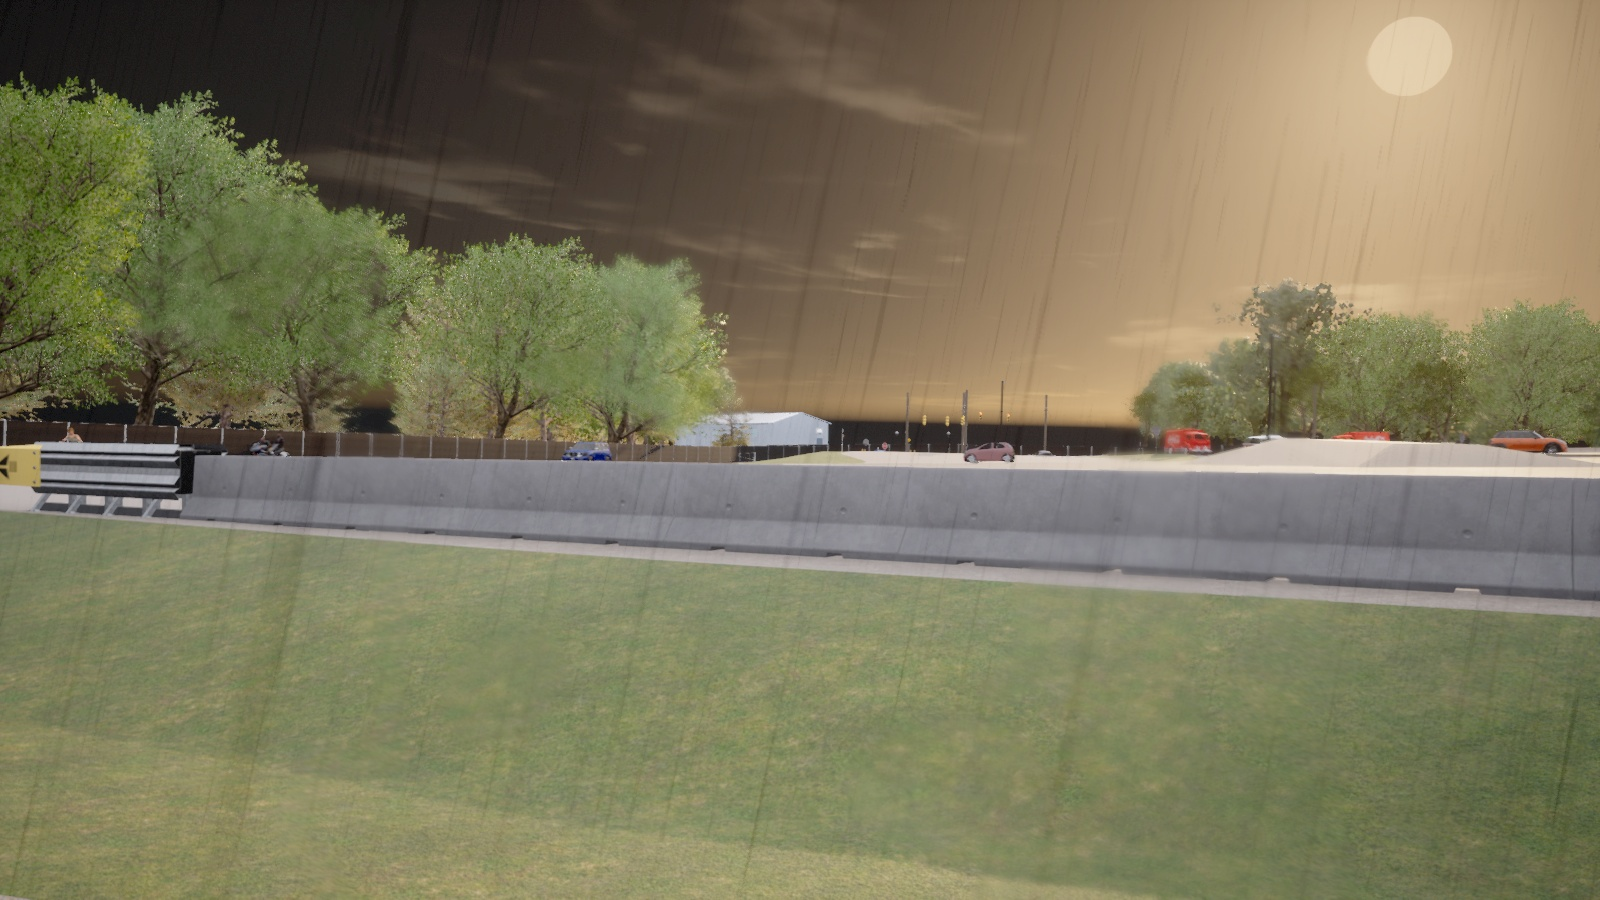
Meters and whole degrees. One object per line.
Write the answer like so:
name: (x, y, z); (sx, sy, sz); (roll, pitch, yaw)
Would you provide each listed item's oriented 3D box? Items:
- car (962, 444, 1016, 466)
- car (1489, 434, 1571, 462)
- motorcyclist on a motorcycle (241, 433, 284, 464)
car: (13.437, 0.352, 89.299); (3.633, 1.501, 1.845); (0, -2, 15)
car: (47.881, -0.139, 82.482); (4.553, 1.767, 2.097); (0, 0, 28)
motorcyclist on a motorcycle: (-27.527, -0.057, 64.323); (0.866, 1.530, 2.191); (3, 0, 13)
